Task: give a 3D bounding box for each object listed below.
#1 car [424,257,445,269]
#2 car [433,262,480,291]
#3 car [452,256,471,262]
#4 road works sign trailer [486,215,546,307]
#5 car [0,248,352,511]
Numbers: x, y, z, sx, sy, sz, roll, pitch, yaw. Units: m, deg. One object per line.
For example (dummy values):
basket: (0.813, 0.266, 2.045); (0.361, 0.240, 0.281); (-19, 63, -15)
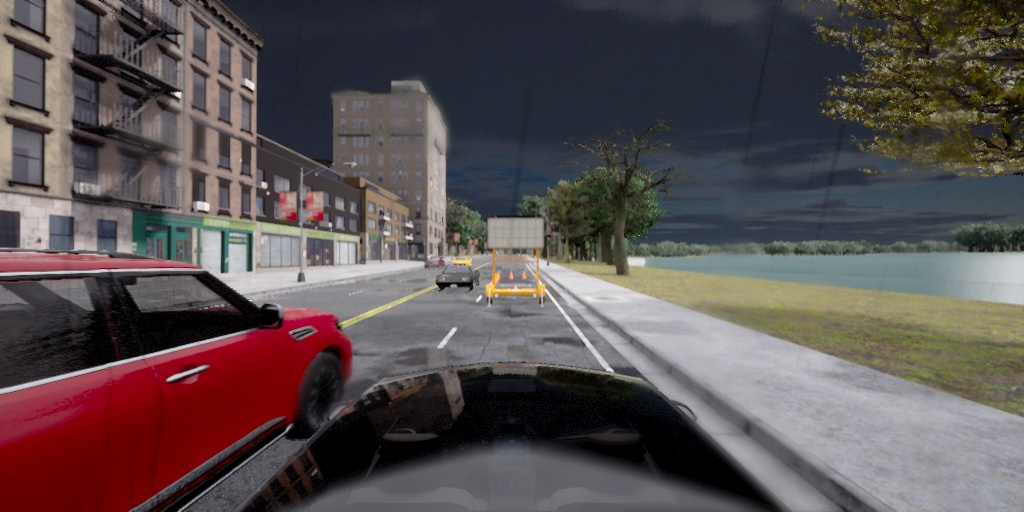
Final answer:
car: (-9.331, 0.822, 43.630); (1.812, 1.442, 4.674); (0, 1, 1)
car: (-2.924, 1.193, 20.453); (1.895, 1.301, 4.718); (0, 1, 1)
car: (-6.083, 0.774, 43.549); (1.882, 1.535, 5.008); (0, 1, 1)
road works sign trailer: (0.159, 0.118, 14.969); (2.380, 3.560, 2.880); (0, 0, 1)
car: (-3.146, 0.970, 2.241); (2.150, 2.045, 5.566); (0, 0, 1)
